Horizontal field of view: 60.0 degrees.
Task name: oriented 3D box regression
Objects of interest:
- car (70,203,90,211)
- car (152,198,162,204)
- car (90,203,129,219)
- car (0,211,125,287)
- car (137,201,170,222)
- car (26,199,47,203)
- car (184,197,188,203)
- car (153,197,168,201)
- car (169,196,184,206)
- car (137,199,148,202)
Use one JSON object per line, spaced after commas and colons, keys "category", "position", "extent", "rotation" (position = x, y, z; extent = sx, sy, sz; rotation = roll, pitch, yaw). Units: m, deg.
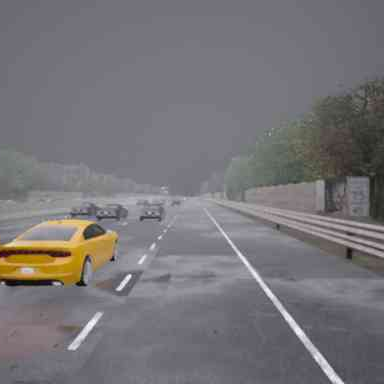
{"category": "car", "position": [-10.332, 1.757, 32.773], "extent": [2.033, 1.411, 5.357], "rotation": [0, 0, 0]}
{"category": "car", "position": [-9.982, 2.472, 94.707], "extent": [2.128, 1.511, 4.902], "rotation": [0, -1, 0]}
{"category": "car", "position": [-6.854, 1.744, 29.006], "extent": [2.033, 1.411, 5.357], "rotation": [0, 0, 0]}
{"category": "car", "position": [-3.464, 1.536, 9.514], "extent": [1.882, 1.535, 5.008], "rotation": [0, 0, 0]}
{"category": "car", "position": [-3.354, 1.762, 28.985], "extent": [2.033, 1.411, 5.357], "rotation": [0, 0, 0]}
{"category": "car", "position": [-20.766, 1.657, 44.248], "extent": [1.882, 1.535, 5.008], "rotation": [0, -1, 0]}
{"category": "car", "position": [-2.994, 2.498, 92.640], "extent": [2.033, 1.411, 5.357], "rotation": [0, -1, 0]}
{"category": "car", "position": [-6.630, 2.183, 68.730], "extent": [1.994, 1.385, 4.181], "rotation": [0, -1, 0]}
{"category": "car", "position": [-3.129, 2.144, 68.718], "extent": [1.837, 1.490, 4.892], "rotation": [0, -1, 0]}
{"category": "car", "position": [-10.127, 2.092, 68.761], "extent": [2.128, 1.511, 4.902], "rotation": [0, -1, 0]}
